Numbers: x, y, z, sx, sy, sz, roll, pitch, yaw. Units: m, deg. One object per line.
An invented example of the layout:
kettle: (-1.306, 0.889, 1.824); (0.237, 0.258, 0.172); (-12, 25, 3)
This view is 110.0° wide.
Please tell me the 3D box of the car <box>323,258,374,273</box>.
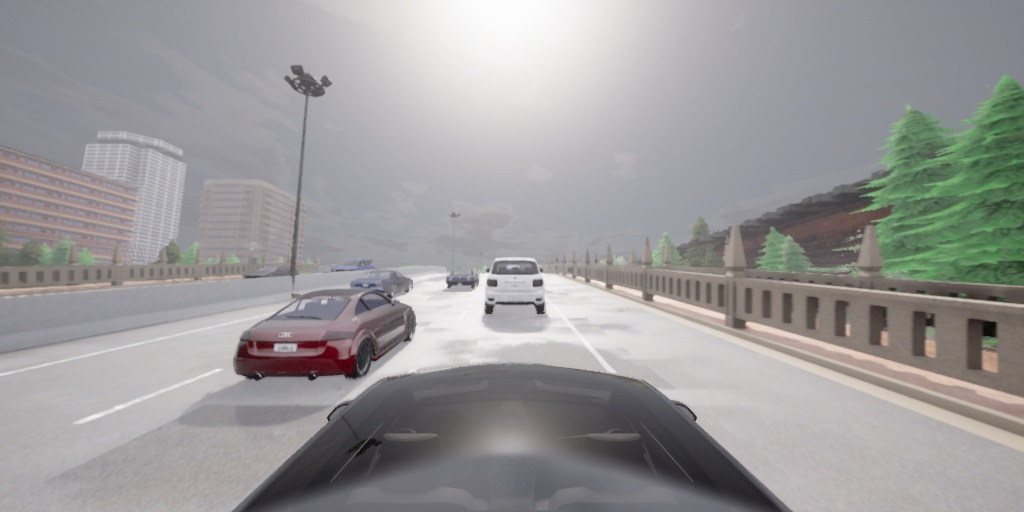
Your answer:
car: (-14.081, 1.239, 31.970); (2.150, 2.045, 5.566); (0, 0, 0)

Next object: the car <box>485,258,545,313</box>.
car: (0.108, 1.089, 14.678); (2.150, 2.045, 5.566); (0, 0, 0)

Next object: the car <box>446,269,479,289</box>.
car: (-3.385, 1.564, 25.523); (1.895, 1.301, 4.718); (0, -1, 0)

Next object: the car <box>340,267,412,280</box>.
car: (-6.891, 1.456, 19.383); (2.033, 1.411, 5.357); (0, 0, 0)

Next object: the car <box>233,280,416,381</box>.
car: (-3.399, 1.365, 7.389); (1.994, 1.385, 4.181); (0, 0, 0)

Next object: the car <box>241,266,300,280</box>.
car: (-21.081, 1.565, 31.671); (2.033, 1.411, 5.357); (0, 0, 0)

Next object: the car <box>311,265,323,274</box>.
car: (-17.573, 1.538, 34.770); (2.128, 1.511, 4.902); (0, -1, 0)
